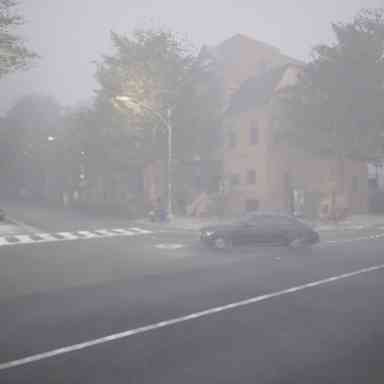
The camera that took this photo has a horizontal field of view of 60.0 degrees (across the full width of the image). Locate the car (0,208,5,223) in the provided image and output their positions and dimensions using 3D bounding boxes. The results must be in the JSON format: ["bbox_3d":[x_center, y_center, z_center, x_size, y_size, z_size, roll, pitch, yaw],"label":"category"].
[{"bbox_3d":[-15.423,1.601,25.154,1.895,1.301,4.718,0,0,-35],"label":"car"}]

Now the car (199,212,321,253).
[{"bbox_3d":[2.612,1.536,13.110,4.674,1.442,1.812,0,1,-1],"label":"car"}]
